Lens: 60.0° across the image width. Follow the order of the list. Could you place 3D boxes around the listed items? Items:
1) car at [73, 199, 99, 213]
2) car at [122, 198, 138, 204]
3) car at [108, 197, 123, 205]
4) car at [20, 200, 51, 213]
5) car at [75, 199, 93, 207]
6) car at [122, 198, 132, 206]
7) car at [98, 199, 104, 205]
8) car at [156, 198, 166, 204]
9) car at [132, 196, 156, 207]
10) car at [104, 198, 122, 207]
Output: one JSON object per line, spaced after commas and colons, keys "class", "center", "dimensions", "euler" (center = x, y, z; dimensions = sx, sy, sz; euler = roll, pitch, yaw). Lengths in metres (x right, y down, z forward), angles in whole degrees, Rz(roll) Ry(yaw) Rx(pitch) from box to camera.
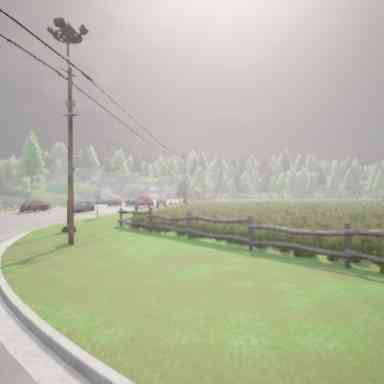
{"class": "car", "center": [-14.343, 2.011, 43.881], "dimensions": [1.994, 1.385, 4.181], "euler": [0, 0, 6]}
{"class": "car", "center": [-14.360, 2.079, 77.400], "dimensions": [2.033, 1.411, 5.357], "euler": [0, 0, 6]}
{"class": "car", "center": [-17.834, 2.092, 77.835], "dimensions": [2.097, 1.767, 4.553], "euler": [0, 0, 6]}
{"class": "car", "center": [-21.229, 1.862, 45.324], "dimensions": [2.097, 1.767, 4.553], "euler": [0, -1, 6]}
{"class": "car", "center": [-22.326, 2.225, 68.749], "dimensions": [1.812, 1.442, 4.674], "euler": [0, 0, 6]}
{"class": "car", "center": [-11.909, 2.089, 67.400], "dimensions": [1.882, 1.535, 5.008], "euler": [0, 0, 6]}
{"class": "car", "center": [-21.274, 2.321, 78.558], "dimensions": [1.994, 1.385, 4.181], "euler": [0, 0, 6]}
{"class": "car", "center": [-7.325, 2.178, 77.342], "dimensions": [1.812, 1.442, 4.674], "euler": [0, 0, 6]}
{"class": "car", "center": [-8.848, 1.772, 62.303], "dimensions": [2.150, 2.045, 5.566], "euler": [0, 0, 6]}
{"class": "car", "center": [-15.473, 2.138, 67.039], "dimensions": [1.837, 1.490, 4.892], "euler": [0, 0, 6]}
